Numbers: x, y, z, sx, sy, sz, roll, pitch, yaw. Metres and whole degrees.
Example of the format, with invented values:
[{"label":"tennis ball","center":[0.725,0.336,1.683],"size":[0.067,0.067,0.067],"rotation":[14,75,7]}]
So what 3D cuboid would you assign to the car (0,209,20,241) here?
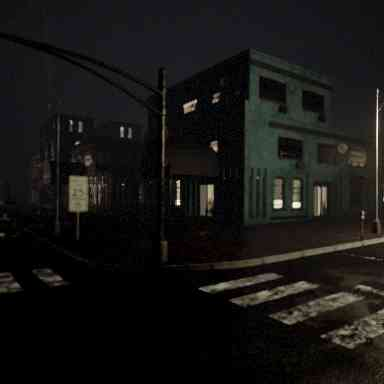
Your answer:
[{"label":"car","center":[-9.820,1.699,16.785],"size":[2.008,1.369,4.403],"rotation":[1,-1,-35]}]

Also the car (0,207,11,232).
[{"label":"car","center":[-12.941,1.740,21.292],"size":[1.947,1.339,4.313],"rotation":[1,-1,-35]}]
